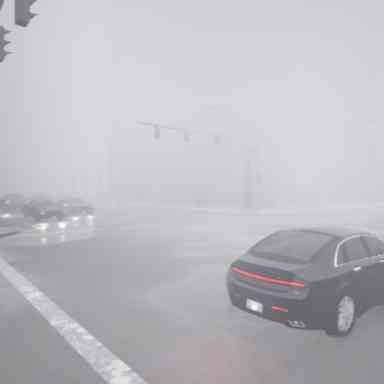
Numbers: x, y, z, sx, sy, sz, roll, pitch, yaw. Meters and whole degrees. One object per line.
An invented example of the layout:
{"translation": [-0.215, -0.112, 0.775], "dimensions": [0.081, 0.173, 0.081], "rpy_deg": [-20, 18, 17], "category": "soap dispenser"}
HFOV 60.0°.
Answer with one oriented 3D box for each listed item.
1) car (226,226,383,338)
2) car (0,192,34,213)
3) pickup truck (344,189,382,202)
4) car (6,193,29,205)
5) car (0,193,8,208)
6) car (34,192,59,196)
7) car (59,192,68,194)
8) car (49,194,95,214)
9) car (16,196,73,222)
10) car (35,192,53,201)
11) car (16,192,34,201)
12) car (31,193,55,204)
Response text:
{"translation": [2.783, 1.438, 6.567], "dimensions": [4.892, 1.490, 1.837], "rpy_deg": [-1, 1, -40], "category": "car"}
{"translation": [-16.693, 0.934, 31.066], "dimensions": [2.097, 1.767, 4.553], "rpy_deg": [0, 1, -40], "category": "car"}
{"translation": [27.578, 0.545, 54.007], "dimensions": [6.274, 2.098, 2.390], "rpy_deg": [0, 1, -10], "category": "pickup truck"}
{"translation": [-23.649, 0.902, 44.973], "dimensions": [1.837, 1.490, 4.892], "rpy_deg": [0, 1, -39], "category": "car"}
{"translation": [-23.139, 0.948, 38.853], "dimensions": [1.882, 1.535, 5.008], "rpy_deg": [0, 1, -40], "category": "car"}
{"translation": [-16.565, 1.027, 36.395], "dimensions": [1.837, 1.490, 4.892], "rpy_deg": [0, 1, -40], "category": "car"}
{"translation": [-20.643, 0.815, 52.596], "dimensions": [2.128, 1.511, 4.902], "rpy_deg": [0, 1, -40], "category": "car"}
{"translation": [-10.350, 1.178, 28.893], "dimensions": [2.033, 1.411, 5.357], "rpy_deg": [0, 1, -40], "category": "car"}
{"translation": [-10.686, 1.234, 23.817], "dimensions": [2.033, 1.411, 5.357], "rpy_deg": [0, 1, -40], "category": "car"}
{"translation": [-26.542, 0.747, 59.664], "dimensions": [1.812, 1.442, 4.674], "rpy_deg": [0, 1, -40], "category": "car"}
{"translation": [-28.337, 0.778, 56.365], "dimensions": [1.812, 1.442, 4.674], "rpy_deg": [0, 1, -40], "category": "car"}
{"translation": [-21.716, 0.872, 48.399], "dimensions": [1.837, 1.490, 4.892], "rpy_deg": [0, 1, -40], "category": "car"}
